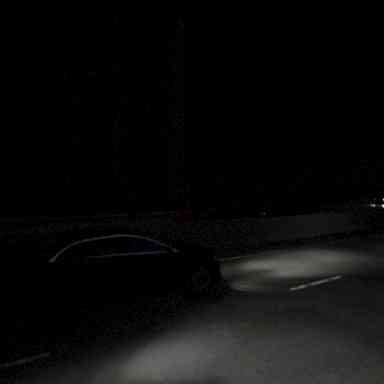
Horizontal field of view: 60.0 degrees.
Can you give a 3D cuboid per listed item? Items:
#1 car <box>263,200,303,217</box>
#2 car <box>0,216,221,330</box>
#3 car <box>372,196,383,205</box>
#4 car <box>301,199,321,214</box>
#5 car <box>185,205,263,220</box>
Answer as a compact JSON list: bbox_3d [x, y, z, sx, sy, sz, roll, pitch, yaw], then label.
[{"bbox_3d":[6.235,1.575,25.686,4.181,1.385,1.994,0,0,-36],"label":"car"},{"bbox_3d":[-1.579,1.491,6.919,4.902,1.511,2.128,0,0,-36],"label":"car"},{"bbox_3d":[36.775,1.578,65.506,2.097,1.767,4.553,0,0,27],"label":"car"},{"bbox_3d":[11.146,1.516,33.674,4.902,1.511,2.128,0,0,-38],"label":"car"},{"bbox_3d":[1.230,1.479,17.774,5.008,1.535,1.882,0,0,-36],"label":"car"}]
